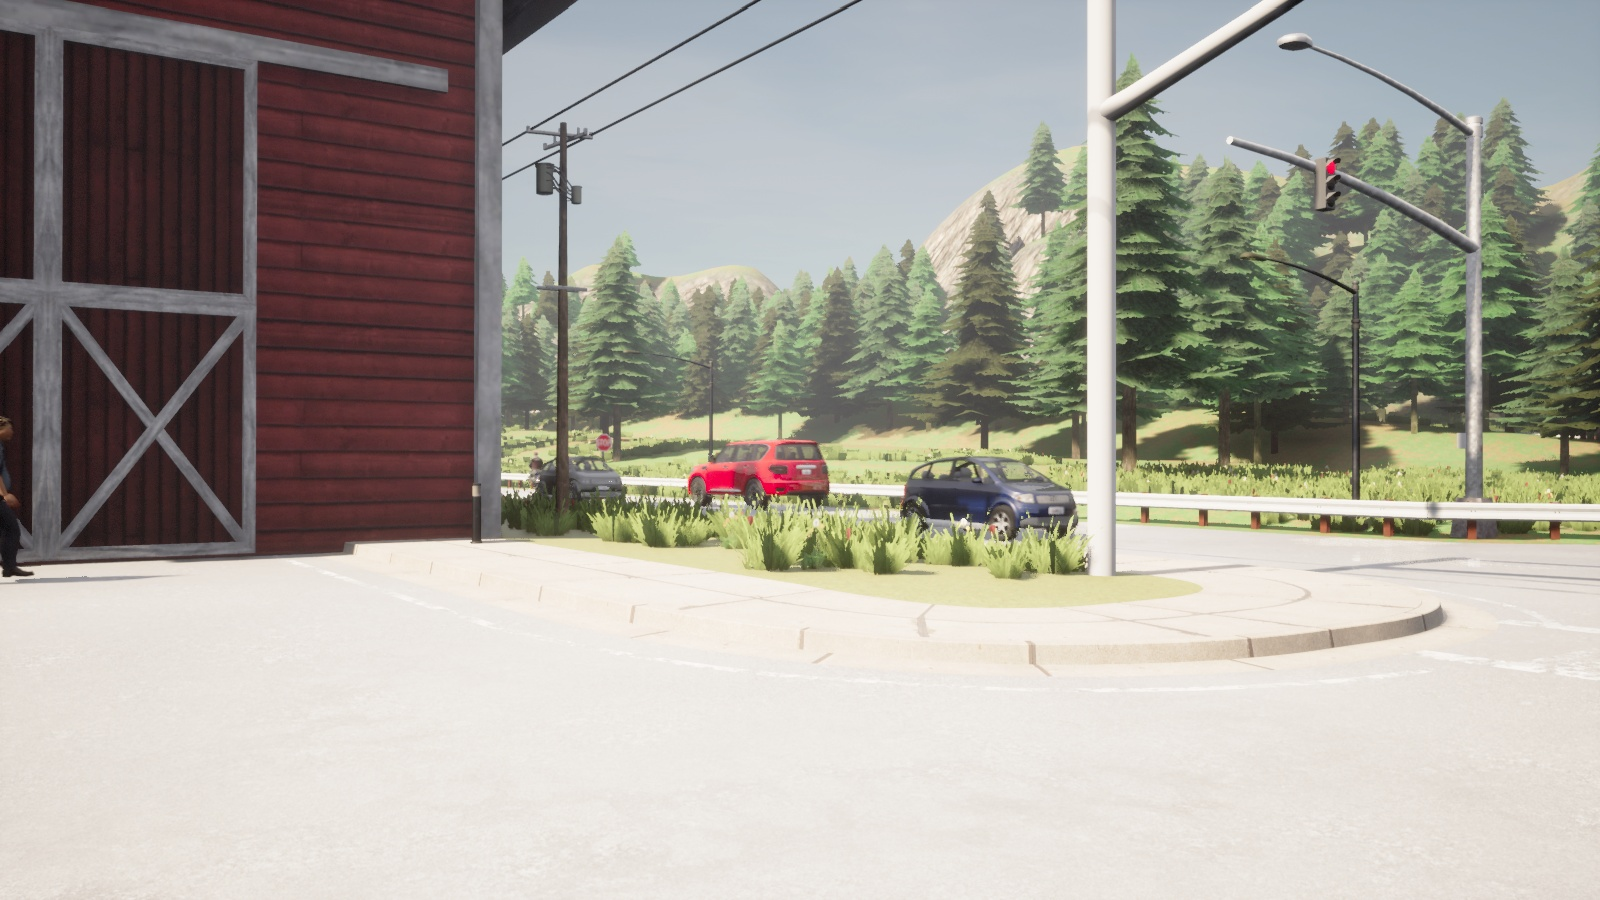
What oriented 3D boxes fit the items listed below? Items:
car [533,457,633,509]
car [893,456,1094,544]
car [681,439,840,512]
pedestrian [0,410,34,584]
[{"bbox_3d":[-6.977,1.021,40.077,1.789,1.549,3.705,0,0,-34],"label":"car"},{"bbox_3d":[3.648,0.892,24.214,1.789,1.549,3.705,0,0,-34],"label":"car"},{"bbox_3d":[-1.305,0.732,37.898,2.150,2.045,5.566,0,0,-34],"label":"car"},{"bbox_3d":[-8.702,0.504,13.551,0.694,1.848,0.540,0,0,-27],"label":"pedestrian"}]
